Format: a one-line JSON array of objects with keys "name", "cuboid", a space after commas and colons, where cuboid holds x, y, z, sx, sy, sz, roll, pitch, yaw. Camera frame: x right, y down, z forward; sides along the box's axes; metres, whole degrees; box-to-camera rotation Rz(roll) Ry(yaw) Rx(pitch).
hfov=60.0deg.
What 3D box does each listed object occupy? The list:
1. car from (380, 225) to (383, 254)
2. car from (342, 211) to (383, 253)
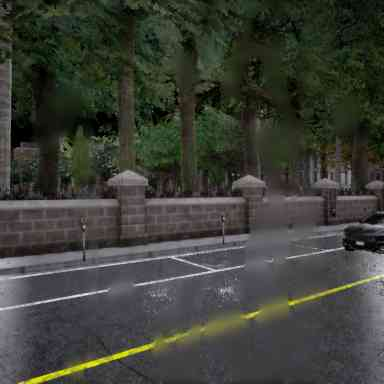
[{"name": "car", "cuboid": [6.726, 1.523, 8.117, 4.674, 1.442, 1.812, 0, 0, -35]}, {"name": "car", "cuboid": [7.762, 1.473, 12.778, 5.008, 1.535, 1.882, 0, 0, -36]}]
